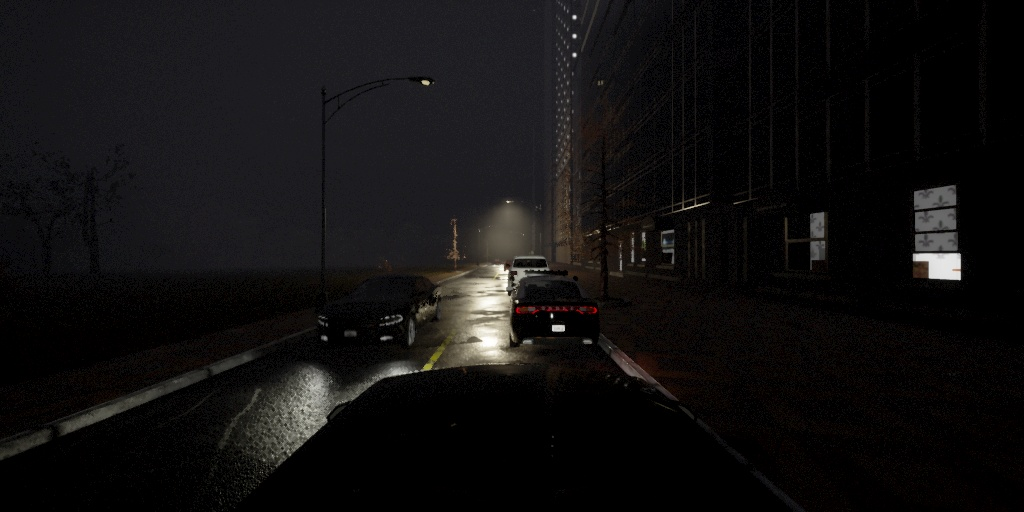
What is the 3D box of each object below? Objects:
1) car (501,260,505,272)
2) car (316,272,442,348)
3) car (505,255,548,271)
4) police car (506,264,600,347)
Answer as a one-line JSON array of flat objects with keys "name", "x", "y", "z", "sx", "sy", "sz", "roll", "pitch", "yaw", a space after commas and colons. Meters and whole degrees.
[{"name": "car", "x": -0.085, "y": 1.226, "z": 47.546, "sx": 1.882, "sy": 1.535, "sz": 5.008, "roll": 0, "pitch": 0, "yaw": 0}, {"name": "car", "x": -3.120, "y": 1.228, "z": 9.411, "sx": 1.882, "sy": 1.535, "sz": 5.008, "roll": 0, "pitch": 0, "yaw": 0}, {"name": "car", "x": 0.857, "y": 0.975, "z": 19.351, "sx": 2.150, "sy": 2.045, "sz": 5.566, "roll": 0, "pitch": 0, "yaw": 0}, {"name": "police car", "x": 0.881, "y": 1.175, "z": 9.430, "sx": 1.930, "sy": 1.638, "sz": 5.238, "roll": 0, "pitch": 0, "yaw": 0}]
